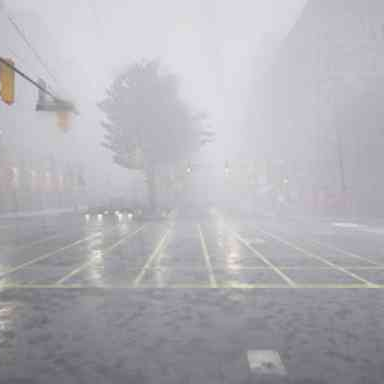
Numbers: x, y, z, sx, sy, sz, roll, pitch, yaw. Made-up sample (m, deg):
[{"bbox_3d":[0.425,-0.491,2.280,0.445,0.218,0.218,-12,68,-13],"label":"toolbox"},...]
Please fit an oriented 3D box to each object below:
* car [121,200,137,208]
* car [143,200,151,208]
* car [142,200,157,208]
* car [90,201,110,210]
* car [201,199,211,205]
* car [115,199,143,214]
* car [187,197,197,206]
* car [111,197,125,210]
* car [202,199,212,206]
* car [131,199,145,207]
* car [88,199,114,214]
[{"bbox_3d":[-11.519,2.227,61.055,1.994,1.385,4.181,0,-1,0],"label":"car"},{"bbox_3d":[-8.045,2.134,52.395,1.994,1.385,4.181,0,-1,1],"label":"car"},{"bbox_3d":[-8.020,2.233,63.016,2.033,1.411,5.357,0,-1,0],"label":"car"},{"bbox_3d":[-14.766,2.176,53.464,1.895,1.301,4.718,0,-1,0],"label":"car"},{"bbox_3d":[3.474,2.425,82.666,2.128,1.511,4.902,0,-1,0],"label":"car"},{"bbox_3d":[-8.101,2.017,43.160,2.033,1.411,5.357,0,-1,0],"label":"car"},{"bbox_3d":[-0.022,2.328,72.455,2.033,1.411,5.357,0,-1,0],"label":"car"},{"bbox_3d":[-11.553,1.778,51.175,2.150,2.045,5.566,0,-1,1],"label":"car"},{"bbox_3d":[3.477,2.397,73.633,1.895,1.301,4.718,0,-1,0],"label":"car"},{"bbox_3d":[-11.522,2.300,71.288,2.128,1.511,4.902,0,-1,0],"label":"car"},{"bbox_3d":[-11.600,1.980,41.760,1.812,1.442,4.674,0,-1,0],"label":"car"}]
